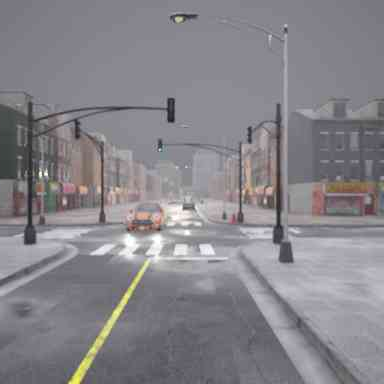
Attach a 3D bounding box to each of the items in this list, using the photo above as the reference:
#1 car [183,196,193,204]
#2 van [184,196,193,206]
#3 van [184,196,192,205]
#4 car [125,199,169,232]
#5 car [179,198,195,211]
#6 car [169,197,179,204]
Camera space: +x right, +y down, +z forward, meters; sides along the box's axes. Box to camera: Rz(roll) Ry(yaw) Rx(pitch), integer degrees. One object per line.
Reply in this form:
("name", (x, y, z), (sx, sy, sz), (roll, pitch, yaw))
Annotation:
("car", (-0.914, 1.866, 79.402), (2.192, 1.841, 5.009), (0, 0, -1))
("van", (-0.761, 1.807, 68.193), (1.690, 1.788, 3.998), (0, 0, -1))
("van", (-0.837, 1.849, 73.797), (1.690, 1.788, 3.998), (0, 0, -1))
("car", (-2.840, 1.483, 21.218), (2.097, 1.767, 4.553), (0, 0, 0))
("car", (-0.455, 1.874, 45.771), (1.947, 1.339, 4.313), (0, 0, -1))
("car", (-3.301, 1.615, 61.234), (2.097, 1.767, 4.553), (0, 0, -1))
